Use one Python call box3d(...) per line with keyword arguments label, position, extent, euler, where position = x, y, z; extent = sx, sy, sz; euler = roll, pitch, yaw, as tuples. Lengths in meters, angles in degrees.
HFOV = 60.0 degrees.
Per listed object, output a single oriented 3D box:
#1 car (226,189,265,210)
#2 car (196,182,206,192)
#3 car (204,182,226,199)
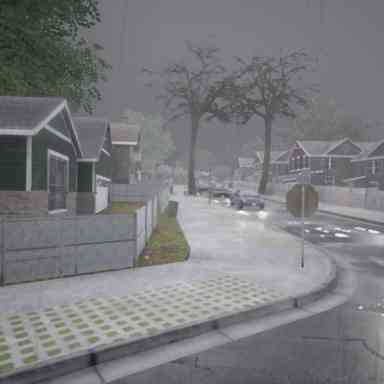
box3d(label="car", position=(4.258, 0.528, 26.236), extent=(1.812, 1.442, 4.674), euler=(1, 2, -6))
box3d(label="car", position=(1.771, -0.699, 50.758), extent=(1.882, 1.535, 5.008), euler=(1, 2, -5))
box3d(label="car", position=(3.038, -0.026, 38.136), extent=(2.033, 1.411, 5.357), euler=(1, 3, -6))
